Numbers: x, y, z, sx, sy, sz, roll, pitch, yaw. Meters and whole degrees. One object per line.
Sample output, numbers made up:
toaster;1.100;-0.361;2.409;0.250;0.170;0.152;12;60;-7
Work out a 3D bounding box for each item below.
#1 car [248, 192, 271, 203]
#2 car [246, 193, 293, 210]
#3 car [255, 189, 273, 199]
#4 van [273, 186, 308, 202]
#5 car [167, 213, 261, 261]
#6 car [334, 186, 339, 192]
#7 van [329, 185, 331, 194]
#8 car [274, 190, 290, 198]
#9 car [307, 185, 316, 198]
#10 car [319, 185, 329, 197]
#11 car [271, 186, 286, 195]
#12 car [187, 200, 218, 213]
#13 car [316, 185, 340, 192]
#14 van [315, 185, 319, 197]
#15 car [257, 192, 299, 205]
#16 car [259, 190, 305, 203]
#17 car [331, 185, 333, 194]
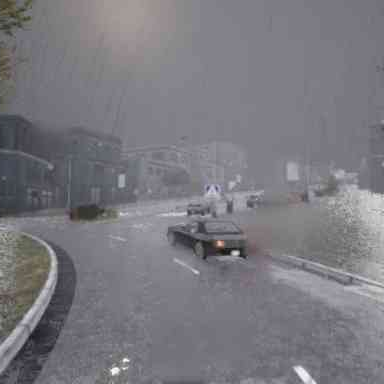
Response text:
car;10.475;0.793;51.176;1.882;1.535;5.008;-1;1;30
car;8.693;1.192;38.214;4.892;1.521;2.231;-1;2;10
car;13.875;0.350;63.866;1.882;1.535;5.008;-1;2;30
van;13.345;0.599;46.106;4.442;1.987;1.878;-1;2;10
car;0.566;1.712;12.870;1.895;1.301;4.718;2;-1;-23
car;28.538;-0.394;72.517;5.366;1.575;1.946;-1;2;10
van;23.926;-0.251;64.597;4.442;1.987;1.878;-1;2;10
car;17.113;0.341;62.979;1.994;1.385;4.181;-1;2;30
car;14.711;0.455;48.763;5.566;2.045;2.435;-1;2;10
car;20.815;-0.032;59.328;5.566;2.045;2.435;-1;2;10
car;19.056;-0.356;72.929;2.097;1.767;4.553;-1;2;30
car;1.125;1.594;33.984;2.128;1.511;4.902;-1;2;25
car;32.870;-0.747;80.492;4.892;1.521;2.231;-1;2;10
van;17.648;0.239;54.063;4.442;1.987;1.878;-1;2;10
car;10.213;1.110;40.848;4.674;1.452;2.002;-1;2;10
car;11.539;0.949;43.519;5.366;1.575;1.946;-1;2;10
car;25.295;-0.270;67.266;4.553;1.767;2.185;-1;2;10
